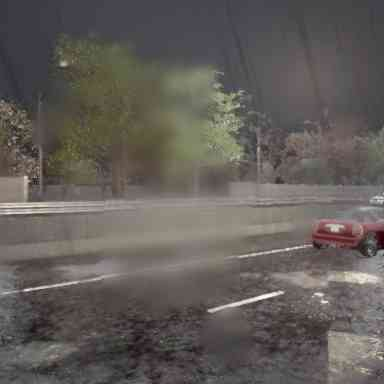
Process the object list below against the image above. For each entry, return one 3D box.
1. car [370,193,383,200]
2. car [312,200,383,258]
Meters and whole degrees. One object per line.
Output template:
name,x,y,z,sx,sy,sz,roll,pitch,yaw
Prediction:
car,33.044,1.210,57.439,5.566,2.045,2.150,0,0,-35
car,6.763,1.340,12.913,4.553,1.767,2.097,0,0,-35
